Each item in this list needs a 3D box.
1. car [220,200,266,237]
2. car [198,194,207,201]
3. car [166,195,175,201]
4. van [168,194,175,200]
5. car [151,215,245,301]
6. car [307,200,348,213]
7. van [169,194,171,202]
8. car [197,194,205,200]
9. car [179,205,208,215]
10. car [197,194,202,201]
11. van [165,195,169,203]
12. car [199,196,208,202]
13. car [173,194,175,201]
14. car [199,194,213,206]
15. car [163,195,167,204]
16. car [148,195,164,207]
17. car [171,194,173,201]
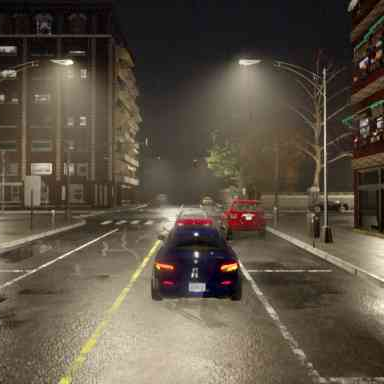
[{"bbox_3d":[2.688,1.323,18.144,2.192,1.841,5.009,1,0,0],"label":"car"},{"bbox_3d":[2.613,1.382,83.865,2.192,1.841,5.009,1,0,0],"label":"car"},{"bbox_3d":[-5.778,1.625,89.403,2.008,1.369,4.403,1,0,0],"label":"car"},{"bbox_3d":[-5.780,1.422,94.941,1.690,1.788,3.998,1,0,0],"label":"van"},{"bbox_3d":[0.092,1.529,8.211,1.812,1.442,4.674,0,0,0],"label":"car"},{"bbox_3d":[15.171,1.609,37.191,4.313,1.339,1.947,0,-1,0],"label":"car"},{"bbox_3d":[-5.749,1.389,67.248,1.690,1.788,3.998,1,0,0],"label":"van"},{"bbox_3d":[2.600,1.396,94.940,2.192,1.841,5.009,1,0,0],"label":"car"},{"bbox_3d":[0.080,1.609,17.954,1.895,1.301,4.718,0,0,0],"label":"car"},{"bbox_3d":[2.621,1.605,72.788,2.008,1.369,4.403,1,0,0],"label":"car"},{"bbox_3d":[-5.742,1.383,61.709,1.690,1.788,3.998,1,0,0],"label":"van"},{"bbox_3d":[2.614,1.626,78.327,1.947,1.339,4.313,1,0,0],"label":"car"},{"bbox_3d":[-5.765,1.611,78.325,2.008,1.369,4.403,1,0,0],"label":"car"},{"bbox_3d":[2.640,1.563,56.344,1.752,1.417,4.829,1,0,0],"label":"car"},{"bbox_3d":[-5.740,1.619,56.170,1.802,1.307,4.206,1,0,0],"label":"car"},{"bbox_3d":[-5.734,1.614,50.633,1.802,1.307,4.206,1,0,0],"label":"car"},{"bbox_3d":[-5.759,1.636,72.787,1.802,1.307,4.206,1,0,0],"label":"car"}]
